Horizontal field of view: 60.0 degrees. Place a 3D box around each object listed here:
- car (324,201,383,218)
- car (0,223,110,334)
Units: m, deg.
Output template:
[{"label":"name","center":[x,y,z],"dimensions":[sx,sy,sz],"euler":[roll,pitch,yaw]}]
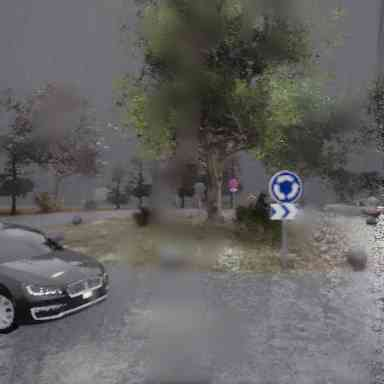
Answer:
[{"label":"car","center":[13.442,1.362,27.523],"dimensions":[1.895,1.301,4.718],"euler":[0,1,-33]},{"label":"car","center":[-3.838,1.415,6.579],"dimensions":[4.892,1.490,1.837],"euler":[0,1,28]}]
